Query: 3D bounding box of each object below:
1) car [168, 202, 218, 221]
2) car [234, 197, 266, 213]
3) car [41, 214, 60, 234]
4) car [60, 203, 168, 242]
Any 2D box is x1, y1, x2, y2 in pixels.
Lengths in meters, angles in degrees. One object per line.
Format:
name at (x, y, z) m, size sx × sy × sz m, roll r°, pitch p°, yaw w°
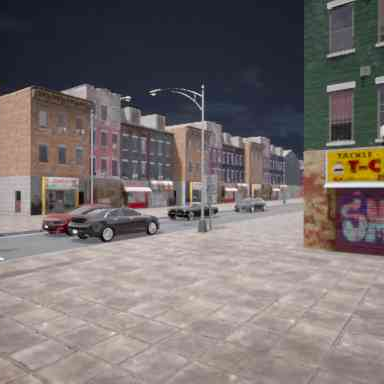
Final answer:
car at (0.120, 1.473, 26.291) m, size 1.895 × 1.301 × 4.718 m, roll 0°, pitch 0°, yaw 36°
car at (6.156, 1.323, 34.679) m, size 1.837 × 1.490 × 4.892 m, roll 0°, pitch 1°, yaw 36°
car at (-5.665, 1.402, 18.203) m, size 1.882 × 1.535 × 5.008 m, roll 0°, pitch 0°, yaw 34°
car at (-3.595, 1.443, 16.210) m, size 1.837 × 1.490 × 4.892 m, roll 0°, pitch 0°, yaw 36°
